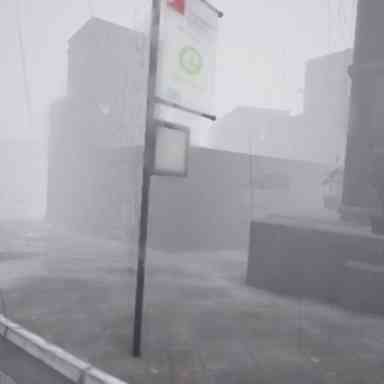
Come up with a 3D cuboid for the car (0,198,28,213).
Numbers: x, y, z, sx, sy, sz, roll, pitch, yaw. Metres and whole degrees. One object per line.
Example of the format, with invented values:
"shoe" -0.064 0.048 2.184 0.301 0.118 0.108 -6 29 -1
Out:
"car" -25.435 1.881 46.759 2.150 2.045 5.566 4 -2 7
